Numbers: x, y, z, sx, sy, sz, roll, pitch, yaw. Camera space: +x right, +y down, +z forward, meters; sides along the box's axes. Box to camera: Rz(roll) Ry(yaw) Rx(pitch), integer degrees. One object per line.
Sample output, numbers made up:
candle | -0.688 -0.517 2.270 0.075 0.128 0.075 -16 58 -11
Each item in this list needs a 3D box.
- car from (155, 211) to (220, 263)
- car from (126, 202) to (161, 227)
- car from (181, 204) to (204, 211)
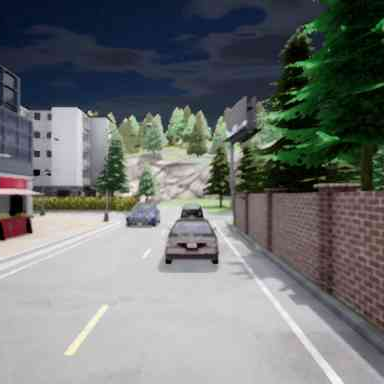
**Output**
car | 0.006 1.675 12.496 2.033 1.411 5.357 0 -1 0
car | -3.529 1.601 24.766 2.097 1.767 4.553 0 0 0
car | 0.015 1.744 29.216 1.882 1.535 5.008 0 1 0
